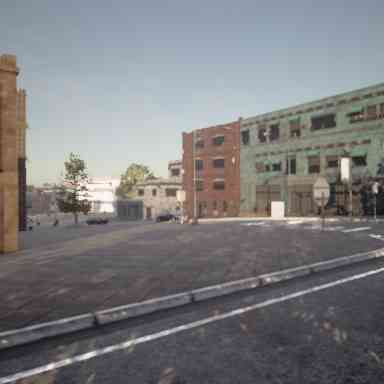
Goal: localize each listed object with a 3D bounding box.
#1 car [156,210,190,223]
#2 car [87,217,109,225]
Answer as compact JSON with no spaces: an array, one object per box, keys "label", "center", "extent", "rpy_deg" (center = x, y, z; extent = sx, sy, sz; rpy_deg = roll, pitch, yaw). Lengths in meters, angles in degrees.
[{"label":"car","center":[-2.083,2.559,34.620],"extent":[1.812,1.442,4.674],"rpy_deg":[0,-5,-36]},{"label":"car","center":[-14.612,4.531,51.734],"extent":[1.895,1.301,4.718],"rpy_deg":[0,-5,-37]}]
